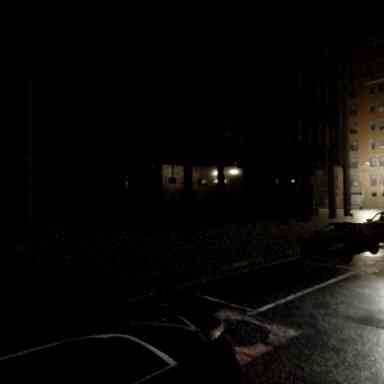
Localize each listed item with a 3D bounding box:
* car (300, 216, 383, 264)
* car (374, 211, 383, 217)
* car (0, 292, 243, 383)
[{"bbox_3d":[5.772,1.796,12.741,4.206,1.307,1.802,0,-2,-43],"label":"car"},{"bbox_3d":[9.885,1.682,16.603,4.097,1.590,1.967,0,-2,-43],"label":"car"},{"bbox_3d":[-1.699,1.581,1.957,4.892,1.490,1.837,1,-2,-43],"label":"car"}]
